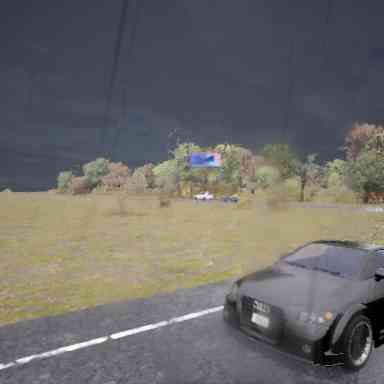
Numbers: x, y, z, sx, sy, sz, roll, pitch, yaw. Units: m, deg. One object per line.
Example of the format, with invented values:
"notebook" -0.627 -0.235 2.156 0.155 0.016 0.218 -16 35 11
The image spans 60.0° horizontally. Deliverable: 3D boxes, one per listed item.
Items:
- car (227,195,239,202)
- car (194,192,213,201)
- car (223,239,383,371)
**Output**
"car" 7.229 1.403 67.927 2.033 1.411 5.357 0 0 -33
"car" 2.761 0.950 74.557 2.150 2.045 5.566 0 0 -34
"car" 2.555 1.559 5.699 4.181 1.385 1.994 0 0 -36
